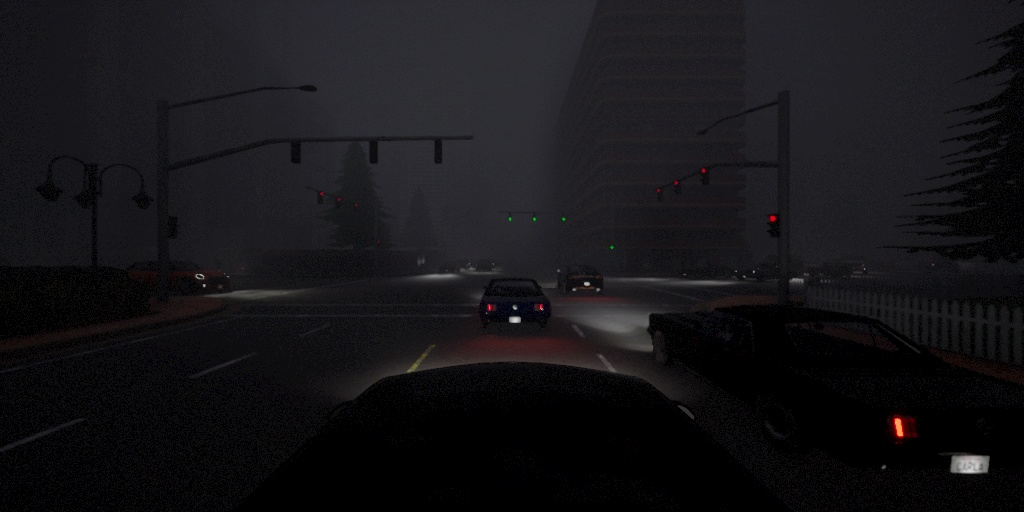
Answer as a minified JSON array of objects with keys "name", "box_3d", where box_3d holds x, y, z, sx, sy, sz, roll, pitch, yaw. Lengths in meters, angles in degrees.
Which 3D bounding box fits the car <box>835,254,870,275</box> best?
[{"name":"car","box_3d":[35.575,0.838,37.504,2.150,2.045,5.566,0,0,44]}]

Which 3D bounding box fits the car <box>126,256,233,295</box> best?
[{"name":"car","box_3d":[-17.216,1.012,18.418,4.553,1.767,2.097,0,0,0]}]

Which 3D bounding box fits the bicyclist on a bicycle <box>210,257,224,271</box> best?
[{"name":"bicyclist on a bicycle","box_3d":[-27.880,0.929,33.835,0.582,1.620,1.656,0,0,0]}]

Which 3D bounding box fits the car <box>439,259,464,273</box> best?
[{"name":"car","box_3d":[-7.091,1.268,41.156,1.895,1.301,4.718,0,0,0]}]

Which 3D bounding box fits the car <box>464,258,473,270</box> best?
[{"name":"car","box_3d":[-7.081,1.194,50.807,2.033,1.411,5.357,0,0,0]}]

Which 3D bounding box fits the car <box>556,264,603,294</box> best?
[{"name":"car","box_3d":[3.602,1.173,19.699,1.882,1.535,5.008,0,0,0]}]

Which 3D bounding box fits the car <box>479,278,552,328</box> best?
[{"name":"car","box_3d":[0.007,1.330,11.341,1.895,1.301,4.718,0,0,-2]}]

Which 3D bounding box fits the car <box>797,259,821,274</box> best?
[{"name":"car","box_3d":[33.388,1.137,40.276,1.812,1.442,4.674,0,0,42]}]

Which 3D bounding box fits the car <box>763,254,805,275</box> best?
[{"name":"car","box_3d":[25.656,0.846,34.158,5.566,2.045,2.150,0,0,-31]}]

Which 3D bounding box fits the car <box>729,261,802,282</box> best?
[{"name":"car","box_3d":[19.576,1.239,27.709,4.718,1.301,1.895,0,0,-18]}]

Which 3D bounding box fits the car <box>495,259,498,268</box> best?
[{"name":"car","box_3d":[-3.562,1.140,56.150,1.837,1.490,4.892,0,0,0]}]

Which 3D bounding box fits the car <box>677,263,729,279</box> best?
[{"name":"car","box_3d":[16.595,1.233,30.560,4.718,1.301,1.895,0,0,-14]}]

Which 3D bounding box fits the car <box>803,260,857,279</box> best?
[{"name":"car","box_3d":[27.926,1.231,31.469,4.718,1.301,1.895,0,0,-31]}]

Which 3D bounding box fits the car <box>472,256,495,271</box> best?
[{"name":"car","box_3d":[-3.587,1.134,46.051,1.882,1.535,5.008,0,0,0]}]

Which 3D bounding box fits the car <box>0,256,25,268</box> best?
[{"name":"car","box_3d":[-27.772,0.882,18.356,5.566,2.045,2.150,0,0,0]}]

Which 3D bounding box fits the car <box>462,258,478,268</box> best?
[{"name":"car","box_3d":[-7.028,1.117,60.615,2.128,1.511,4.902,0,0,1]}]

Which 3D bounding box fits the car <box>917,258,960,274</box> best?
[{"name":"car","box_3d":[45.479,0.967,38.350,2.097,1.767,4.553,0,0,36]}]

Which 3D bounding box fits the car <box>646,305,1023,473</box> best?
[{"name":"car","box_3d":[3.600,1.343,5.035,1.895,1.301,4.718,0,0,0]}]
